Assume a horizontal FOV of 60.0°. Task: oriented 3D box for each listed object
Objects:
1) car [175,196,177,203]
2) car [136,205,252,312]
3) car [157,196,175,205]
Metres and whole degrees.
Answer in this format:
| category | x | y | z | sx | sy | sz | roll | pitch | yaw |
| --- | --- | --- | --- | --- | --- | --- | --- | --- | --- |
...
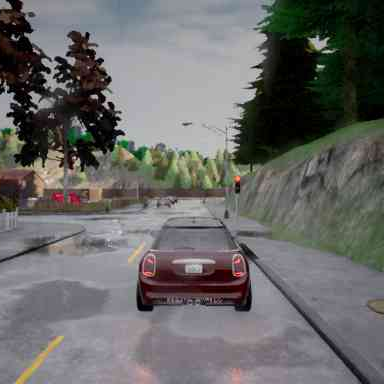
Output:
| category | x | y | z | sx | sy | sz | roll | pitch | yaw |
| --- | --- | --- | --- | --- | --- | --- | --- | --- | --- |
| car | -4.061 | 1.526 | 59.098 | 1.812 | 1.442 | 4.674 | 0 | 0 | 0 |
| car | 0.055 | 1.352 | 7.899 | 2.097 | 1.767 | 4.553 | 0 | 0 | 1 |
| car | -4.086 | 1.491 | 49.068 | 2.128 | 1.511 | 4.902 | 0 | 0 | 0 |
